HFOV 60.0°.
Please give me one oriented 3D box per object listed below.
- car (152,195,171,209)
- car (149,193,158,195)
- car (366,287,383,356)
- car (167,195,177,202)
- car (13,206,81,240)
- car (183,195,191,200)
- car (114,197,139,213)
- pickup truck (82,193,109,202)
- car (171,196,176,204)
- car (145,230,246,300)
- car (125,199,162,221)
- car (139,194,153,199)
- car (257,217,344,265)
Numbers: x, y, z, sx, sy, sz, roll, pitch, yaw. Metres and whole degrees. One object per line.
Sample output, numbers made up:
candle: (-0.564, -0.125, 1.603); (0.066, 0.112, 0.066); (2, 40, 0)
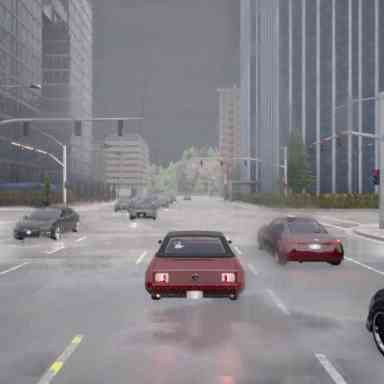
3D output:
car: (-4.088, 1.504, 45.016); (1.837, 1.490, 4.892); (0, 0, -4)
car: (-7.976, 1.223, 68.231); (2.150, 2.045, 5.566); (0, 0, -1)
car: (3.609, 1.564, 3.275); (1.994, 1.385, 4.181); (0, 0, -1)
car: (-4.584, 1.535, 76.218); (2.033, 1.411, 5.357); (0, 0, -1)
car: (-7.140, 1.505, 16.887); (1.837, 1.490, 4.892); (0, 0, -1)
car: (-1.259, 1.552, 88.602); (1.994, 1.385, 4.181); (0, 0, -1)
car: (-7.578, 1.507, 37.850); (1.837, 1.490, 4.892); (0, -1, -1)
pickup truck: (-21.167, 1.058, 73.386); (2.390, 2.098, 6.274); (0, 0, 30)
car: (-4.433, 1.492, 60.832); (2.128, 1.511, 4.902); (0, 0, -1)
car: (0.074, 1.601, 8.329); (1.895, 1.301, 4.718); (0, 0, 0)
car: (-3.826, 1.564, 26.917); (1.994, 1.385, 4.181); (0, 0, -1)
car: (-7.831, 1.492, 52.066); (2.128, 1.511, 4.902); (0, 0, -1)
car: (3.581, 1.564, 11.686); (1.994, 1.385, 4.181); (0, 0, 0)
